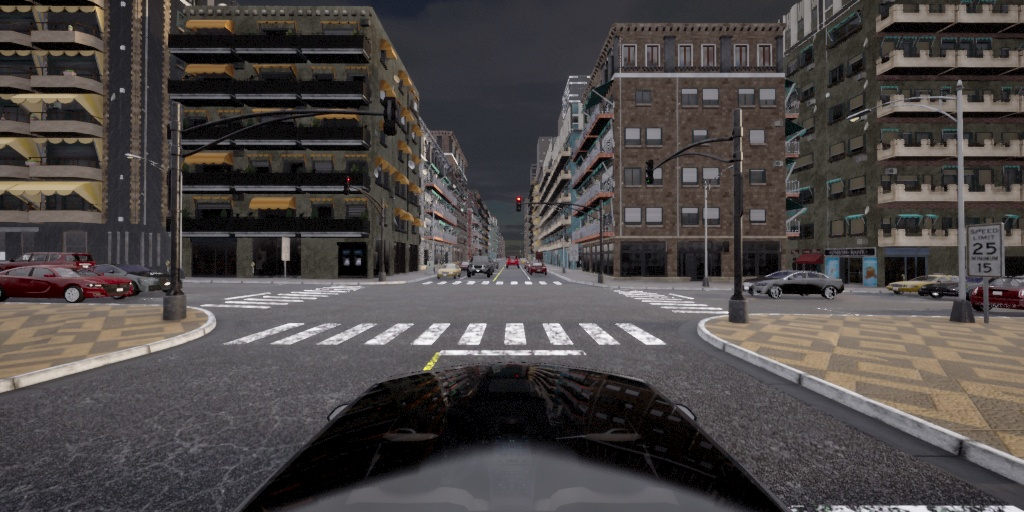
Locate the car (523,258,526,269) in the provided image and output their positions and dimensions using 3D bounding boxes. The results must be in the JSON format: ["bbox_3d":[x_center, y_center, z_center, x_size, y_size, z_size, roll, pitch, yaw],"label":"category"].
[{"bbox_3d":[2.733,1.201,43.840,1.967,1.591,4.097,0,0,0],"label":"car"}]

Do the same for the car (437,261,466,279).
[{"bbox_3d":[-5.659,1.283,32.645,1.751,1.417,4.829,0,0,0],"label":"car"}]

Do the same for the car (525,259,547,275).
[{"bbox_3d":[2.727,1.304,38.316,1.888,1.381,4.507,0,0,0],"label":"car"}]

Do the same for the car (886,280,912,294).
[{"bbox_3d":[26.266,1.755,22.318,4.829,1.417,1.751,0,0,0],"label":"car"}]

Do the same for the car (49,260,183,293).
[{"bbox_3d":[-17.645,1.050,16.275,4.181,1.385,1.994,1,-1,-1],"label":"car"}]

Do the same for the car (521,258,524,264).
[{"bbox_3d":[2.743,1.347,54.886,1.802,1.307,4.207,0,0,0],"label":"car"}]

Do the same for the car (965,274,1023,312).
[{"bbox_3d":[20.847,1.501,13.968,4.097,1.591,1.967,0,0,0],"label":"car"}]

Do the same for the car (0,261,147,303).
[{"bbox_3d":[-17.251,1.012,13.684,4.507,1.381,1.888,0,0,0],"label":"car"}]

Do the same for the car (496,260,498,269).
[{"bbox_3d":[-3.056,1.266,45.260,1.837,1.490,4.892,0,0,0],"label":"car"}]

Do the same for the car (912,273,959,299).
[{"bbox_3d":[25.987,1.745,19.765,5.357,1.411,2.033,1,-1,0],"label":"car"}]

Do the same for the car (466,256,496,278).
[{"bbox_3d":[-3.067,0.980,35.221,2.150,2.045,5.566,0,0,0],"label":"car"}]

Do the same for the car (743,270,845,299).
[{"bbox_3d":[15.323,1.523,19.696,4.902,1.511,2.128,1,-1,-1],"label":"car"}]

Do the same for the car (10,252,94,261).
[{"bbox_3d":[-28.626,0.687,21.989,5.009,1.841,2.192,0,0,0],"label":"car"}]

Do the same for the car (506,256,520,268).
[{"bbox_3d":[0.149,0.979,61.376,2.150,2.045,5.566,0,-1,1],"label":"car"}]
